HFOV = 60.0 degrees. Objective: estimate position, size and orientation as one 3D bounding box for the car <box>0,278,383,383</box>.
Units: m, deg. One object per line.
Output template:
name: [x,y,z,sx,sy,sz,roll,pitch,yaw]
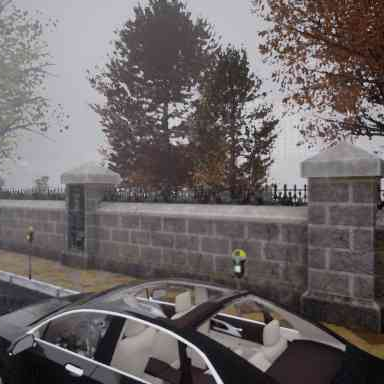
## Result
car: [-0.420,1.551,3.177,4.403,1.369,2.008,0,0,35]
